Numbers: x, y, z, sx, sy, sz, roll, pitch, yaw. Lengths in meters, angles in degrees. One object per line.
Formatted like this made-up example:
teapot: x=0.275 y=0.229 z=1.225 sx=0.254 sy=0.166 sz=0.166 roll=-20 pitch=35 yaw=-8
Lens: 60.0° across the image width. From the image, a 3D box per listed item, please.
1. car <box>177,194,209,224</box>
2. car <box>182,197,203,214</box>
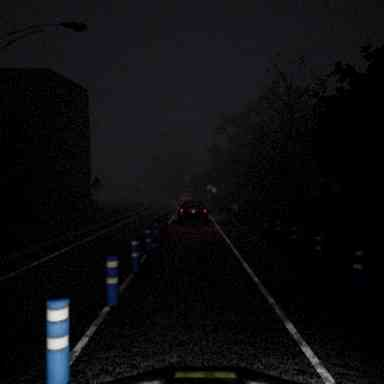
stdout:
car: x=0.100 y=1.295 z=24.169 sx=2.097 sy=1.767 sz=4.553 roll=0 pitch=0 yaw=0
car: x=0.040 y=1.400 z=35.816 sx=2.128 sy=1.511 sz=4.902 roll=0 pitch=0 yaw=-1
